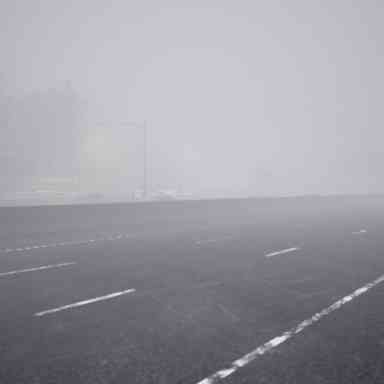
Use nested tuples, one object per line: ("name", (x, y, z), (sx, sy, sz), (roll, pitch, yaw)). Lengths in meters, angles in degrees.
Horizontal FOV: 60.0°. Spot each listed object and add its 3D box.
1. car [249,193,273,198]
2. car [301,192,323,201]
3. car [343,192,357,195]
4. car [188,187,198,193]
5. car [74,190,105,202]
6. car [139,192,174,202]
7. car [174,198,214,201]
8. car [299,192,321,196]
("car", (10.498, 0.884, 50.638), (4.902, 1.511, 2.128), (-1, 1, -44))
("car", (22.420, 0.738, 62.206), (5.008, 1.535, 1.882), (-1, 1, -44))
("car", (27.202, 0.792, 57.107), (5.008, 1.535, 1.882), (-1, 1, -44))
("car", (-0.184, -0.462, 72.284), (1.994, 1.385, 4.181), (0, 3, 25))
("car", (-12.967, 0.509, 42.478), (1.812, 1.442, 4.674), (0, 1, 23))
("car", (-3.371, 1.048, 37.141), (5.357, 1.411, 2.033), (3, 0, -44))
("car", (0.943, 1.216, 31.586), (4.718, 1.301, 1.895), (-1, 1, -44))
("car", (15.824, 0.917, 46.059), (5.008, 1.535, 1.882), (0, 1, -44))
